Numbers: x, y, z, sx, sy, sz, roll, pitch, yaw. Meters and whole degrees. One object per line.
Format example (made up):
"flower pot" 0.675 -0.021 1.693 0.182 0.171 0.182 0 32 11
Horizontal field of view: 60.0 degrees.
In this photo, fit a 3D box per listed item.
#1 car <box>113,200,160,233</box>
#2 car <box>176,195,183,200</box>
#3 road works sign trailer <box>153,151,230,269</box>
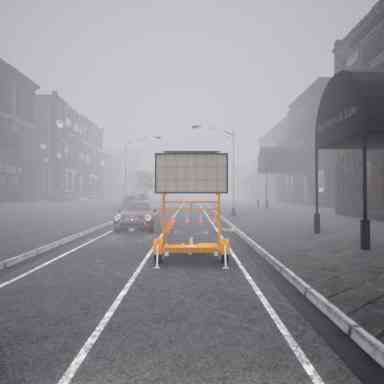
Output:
"car" -3.057 1.309 19.076 2.097 1.767 4.553 0 0 0
"car" -3.276 1.570 91.089 2.033 1.411 5.357 0 0 0
"road works sign trailer" -0.018 0.443 11.091 2.380 3.560 2.880 0 0 0
